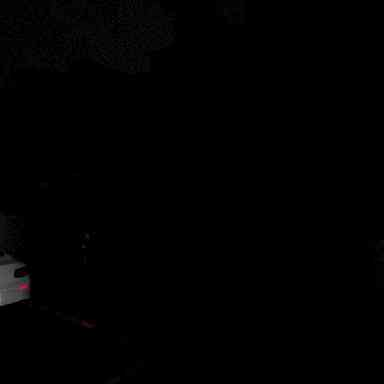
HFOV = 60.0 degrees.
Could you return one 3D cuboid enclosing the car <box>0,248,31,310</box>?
[{"bbox_3d":[-4.995,1.525,6.562,4.674,1.442,1.812,0,0,36],"label":"car"}]
